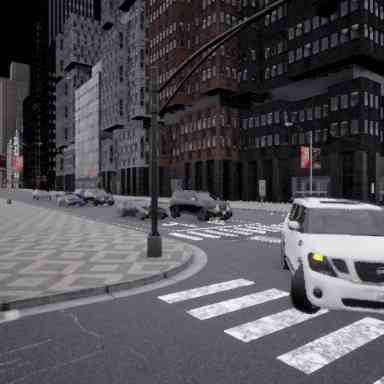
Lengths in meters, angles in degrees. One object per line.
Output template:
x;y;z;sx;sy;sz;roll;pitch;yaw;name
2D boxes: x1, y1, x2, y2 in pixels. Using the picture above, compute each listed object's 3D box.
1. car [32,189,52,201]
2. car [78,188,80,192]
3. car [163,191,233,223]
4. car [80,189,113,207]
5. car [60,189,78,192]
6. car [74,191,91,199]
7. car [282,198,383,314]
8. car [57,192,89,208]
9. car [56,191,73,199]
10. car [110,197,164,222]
-23.095;0.393;51.166;2.097;1.767;4.553;0;1;-36;car
-18.784;0.418;56.475;2.150;2.045;5.566;0;1;-36;car
0.475;0.974;23.913;2.150;2.045;5.566;0;1;-36;car
-11.380;0.687;40.340;2.150;2.045;5.566;0;1;-36;car
-20.444;0.423;53.047;2.033;1.411;5.357;0;1;-36;car
-21.928;0.563;66.374;1.812;1.442;4.674;0;1;-36;car
3.406;1.211;7.767;2.150;2.045;5.566;2;1;10;car
-14.113;1.013;38.564;2.033;1.411;5.357;0;1;-36;car
-24.997;0.532;65.071;1.837;1.490;4.892;0;1;-36;car
-3.761;1.266;24.236;2.033;1.411;5.357;0;1;-36;car
